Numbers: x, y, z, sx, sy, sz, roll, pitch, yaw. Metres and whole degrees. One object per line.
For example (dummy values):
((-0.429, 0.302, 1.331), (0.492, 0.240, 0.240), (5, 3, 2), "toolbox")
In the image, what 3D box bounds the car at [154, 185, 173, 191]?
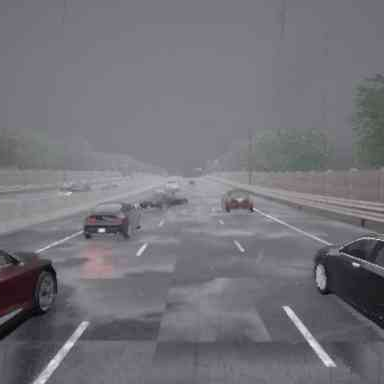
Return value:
((-3.506, 0.269, 37.304), (1.812, 1.442, 4.674), (0, 3, 0), "car")

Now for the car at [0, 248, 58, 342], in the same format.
((-3.501, 1.363, 4.341), (2.033, 1.649, 4.856), (0, 1, 0), "car")

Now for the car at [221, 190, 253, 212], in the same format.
((3.595, 0.589, 27.020), (2.097, 1.767, 4.553), (0, 3, 0), "car")

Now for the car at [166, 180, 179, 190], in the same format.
((-3.509, -1.199, 59.295), (2.150, 2.045, 5.566), (0, 3, 0), "car")

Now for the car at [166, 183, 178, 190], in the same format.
((-3.508, -0.252, 48.295), (1.994, 1.385, 4.181), (0, 3, 0), "car")

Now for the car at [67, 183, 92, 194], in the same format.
((-17.535, -0.528, 53.156), (2.033, 1.411, 5.357), (0, 3, 1), "car")

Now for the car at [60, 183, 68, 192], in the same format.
((-21.031, -0.825, 57.317), (1.882, 1.535, 5.008), (0, 3, 0), "car")

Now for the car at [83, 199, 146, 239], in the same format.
((-3.503, 1.176, 15.329), (1.837, 1.490, 4.892), (0, 2, 0), "car")

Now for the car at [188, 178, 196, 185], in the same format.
((-0.013, -2.615, 86.874), (1.837, 1.490, 4.892), (0, 4, 0), "car")

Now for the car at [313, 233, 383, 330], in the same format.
((3.598, 1.422, 5.482), (1.837, 1.490, 4.892), (0, 1, 0), "car")

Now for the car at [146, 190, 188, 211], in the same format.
((-2.264, 0.785, 28.050), (1.895, 1.301, 4.718), (2, 3, 31), "car")

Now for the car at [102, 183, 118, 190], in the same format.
((-14.030, -0.758, 57.337), (2.033, 1.411, 5.357), (0, 3, 1), "car")
